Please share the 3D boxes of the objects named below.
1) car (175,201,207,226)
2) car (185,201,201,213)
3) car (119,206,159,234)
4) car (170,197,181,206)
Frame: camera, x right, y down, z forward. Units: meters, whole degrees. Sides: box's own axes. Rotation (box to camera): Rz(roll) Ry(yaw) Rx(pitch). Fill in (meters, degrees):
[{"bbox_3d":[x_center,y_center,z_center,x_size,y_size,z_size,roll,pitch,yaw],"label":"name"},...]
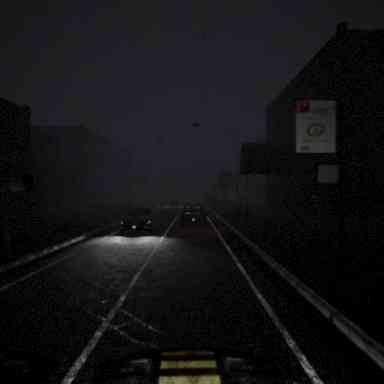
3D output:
[{"bbox_3d":[0.095,1.648,24.540,2.128,1.511,4.902,0,0,0],"label":"car"},{"bbox_3d":[0.093,1.828,41.728,1.895,1.301,4.718,0,0,0],"label":"car"},{"bbox_3d":[-3.102,1.638,20.223,1.837,1.490,4.892,0,0,0],"label":"car"},{"bbox_3d":[-3.047,1.736,61.398,1.882,1.535,5.008,0,0,1],"label":"car"}]
